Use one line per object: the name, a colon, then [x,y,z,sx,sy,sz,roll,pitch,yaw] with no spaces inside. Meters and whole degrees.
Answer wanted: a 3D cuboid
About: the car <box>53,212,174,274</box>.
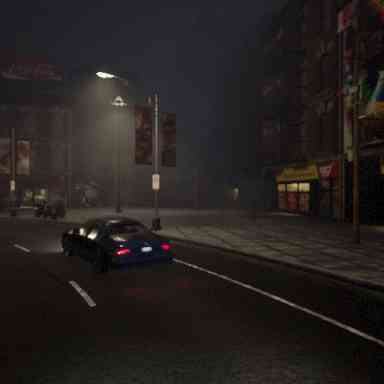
car: [-2.644,1.543,10.706,2.033,1.411,5.357,0,0,-36]
